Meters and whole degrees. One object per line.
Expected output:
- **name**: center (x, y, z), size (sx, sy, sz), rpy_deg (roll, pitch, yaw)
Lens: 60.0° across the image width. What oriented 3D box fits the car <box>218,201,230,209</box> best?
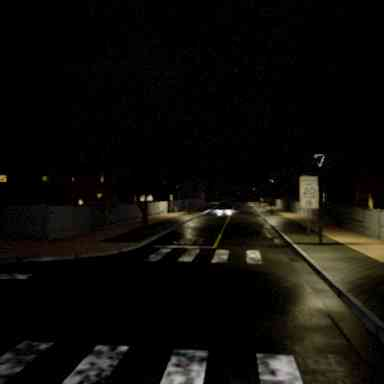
- **car**: center (5.264, 2.141, 54.100), size (1.895, 1.301, 4.718), rpy_deg (-1, -1, 8)
